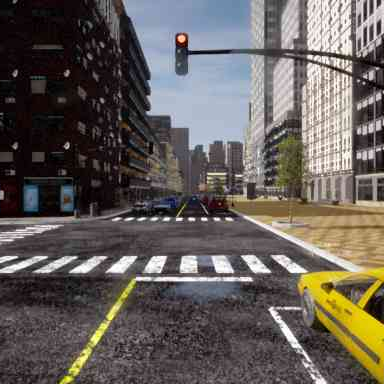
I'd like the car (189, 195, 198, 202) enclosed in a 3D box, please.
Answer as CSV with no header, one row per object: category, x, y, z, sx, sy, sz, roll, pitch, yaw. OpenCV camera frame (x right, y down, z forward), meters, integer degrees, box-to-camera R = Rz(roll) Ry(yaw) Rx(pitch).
car,0.350,1.569,76.587,1.837,1.490,4.892,0,0,0

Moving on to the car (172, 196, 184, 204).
car,-2.712,1.540,63.988,2.128,1.511,4.902,0,0,0

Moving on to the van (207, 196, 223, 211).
van,2.874,1.358,41.909,1.690,1.788,3.998,0,0,0

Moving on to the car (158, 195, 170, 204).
car,-5.405,1.488,64.053,1.967,1.590,4.097,0,0,0

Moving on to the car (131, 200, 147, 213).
car,-5.529,1.563,36.420,2.008,1.369,4.403,0,0,0

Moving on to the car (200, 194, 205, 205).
car,2.949,1.354,58.488,2.192,1.841,5.009,0,0,0

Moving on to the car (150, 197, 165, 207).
car,-5.455,1.581,53.000,2.008,1.369,4.403,0,0,0

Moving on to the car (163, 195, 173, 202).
car,-5.355,1.507,75.107,1.967,1.590,4.097,0,0,0

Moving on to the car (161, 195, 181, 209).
car,-2.890,1.497,43.826,1.882,1.535,5.008,0,0,0

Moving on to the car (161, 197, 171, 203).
car,-5.380,1.639,69.580,1.802,1.307,4.206,0,0,0

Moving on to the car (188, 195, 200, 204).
car,0.389,1.399,63.723,2.097,1.767,4.553,0,0,0

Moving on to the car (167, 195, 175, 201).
car,-5.305,1.613,85.990,1.752,1.417,4.829,0,0,0

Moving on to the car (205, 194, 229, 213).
car,2.849,1.327,36.383,2.192,1.841,5.009,0,0,0

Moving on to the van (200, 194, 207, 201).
van,3.099,1.441,91.648,1.690,1.788,3.998,0,0,0

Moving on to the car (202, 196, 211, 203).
car,3.000,1.602,69.542,1.887,1.381,4.507,0,0,0

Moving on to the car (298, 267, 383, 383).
car,2.705,1.525,4.140,1.752,1.417,4.829,0,0,0

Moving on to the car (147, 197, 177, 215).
car,-2.946,1.558,33.761,2.033,1.411,5.357,0,0,0

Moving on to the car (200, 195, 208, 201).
car,3.076,1.614,86.292,1.752,1.417,4.829,0,0,0

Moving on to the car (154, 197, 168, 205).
car,-5.430,1.584,58.526,1.887,1.381,4.507,0,0,0

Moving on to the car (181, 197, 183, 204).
car,-2.826,1.536,53.743,1.837,1.490,4.892,0,0,1

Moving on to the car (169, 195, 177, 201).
car,-5.279,1.644,91.685,1.887,1.381,4.507,0,0,0
